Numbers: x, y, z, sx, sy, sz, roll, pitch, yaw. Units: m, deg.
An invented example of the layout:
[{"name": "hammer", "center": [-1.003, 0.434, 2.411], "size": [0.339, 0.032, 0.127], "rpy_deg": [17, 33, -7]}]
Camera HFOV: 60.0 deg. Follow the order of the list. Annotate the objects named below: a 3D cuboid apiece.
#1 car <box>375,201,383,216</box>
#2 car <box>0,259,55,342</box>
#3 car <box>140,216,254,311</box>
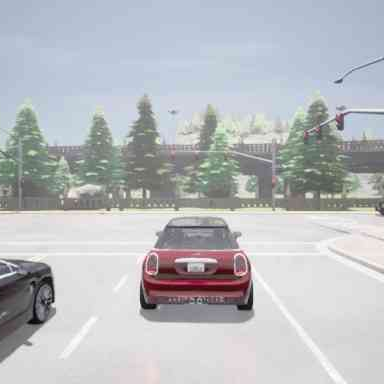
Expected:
[{"name": "car", "center": [19.473, 1.159, 29.666], "size": [5.566, 2.045, 2.150], "rpy_deg": [0, 0, 1]}, {"name": "car", "center": [-3.432, 1.490, 4.217], "size": [2.128, 1.511, 4.902], "rpy_deg": [0, 0, 0]}, {"name": "car", "center": [0.148, 1.350, 7.968], "size": [2.097, 1.767, 4.553], "rpy_deg": [0, 0, 2]}]
